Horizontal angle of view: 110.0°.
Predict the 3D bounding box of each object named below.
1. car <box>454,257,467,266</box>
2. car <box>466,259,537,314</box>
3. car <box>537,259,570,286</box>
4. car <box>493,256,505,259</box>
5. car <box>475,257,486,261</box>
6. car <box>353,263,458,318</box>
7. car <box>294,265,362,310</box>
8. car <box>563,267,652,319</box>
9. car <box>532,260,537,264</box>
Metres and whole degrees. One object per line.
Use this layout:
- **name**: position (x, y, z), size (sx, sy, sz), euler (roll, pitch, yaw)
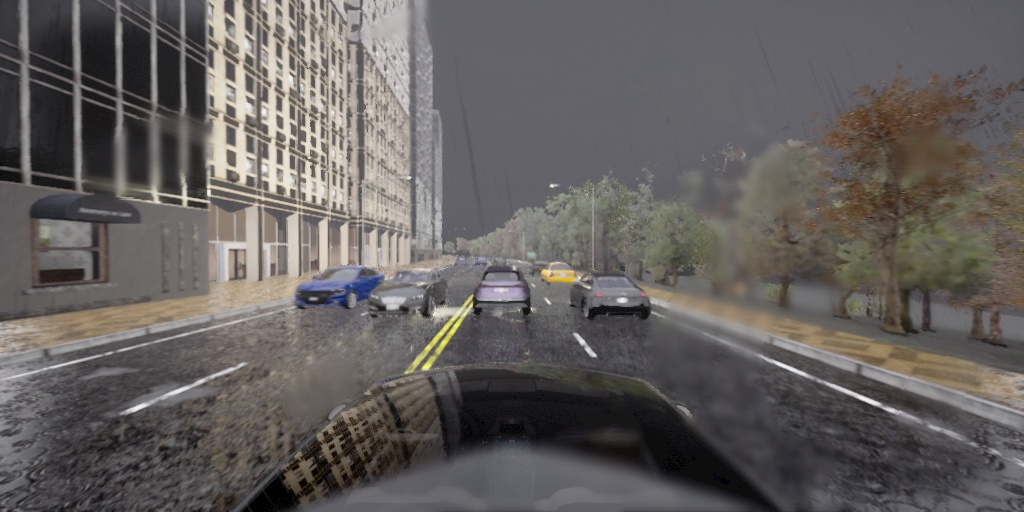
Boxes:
- **car**: position (-8.263, 0.967, 58.260), size (1.812, 1.442, 4.674), euler (0, 0, -4)
- **car**: position (-0.318, 1.112, 13.489), size (2.033, 1.649, 4.856), euler (0, 1, 0)
- **car**: position (2.975, 1.073, 23.679), size (1.801, 1.575, 5.366), euler (0, 0, -1)
- **car**: position (-1.963, 0.854, 62.717), size (2.128, 1.511, 4.902), euler (0, 0, -4)
- **car**: position (-5.017, 0.884, 58.402), size (1.882, 1.535, 5.008), euler (0, 0, -3)
- **car**: position (-3.437, 1.179, 12.695), size (2.128, 1.511, 4.902), euler (0, 0, -1)
- **car**: position (-6.713, 1.156, 14.554), size (1.882, 1.535, 5.008), euler (0, 0, -1)
- **car**: position (3.182, 1.249, 12.435), size (1.994, 1.385, 4.181), euler (0, 0, -1)
- **car**: position (2.649, 1.053, 34.541), size (1.837, 1.490, 4.892), euler (0, 0, -2)
